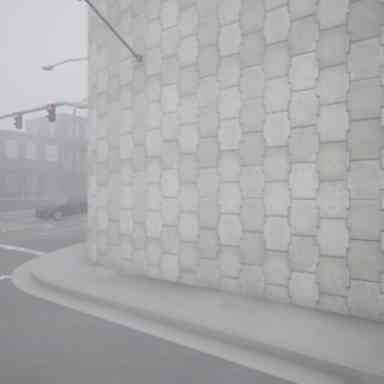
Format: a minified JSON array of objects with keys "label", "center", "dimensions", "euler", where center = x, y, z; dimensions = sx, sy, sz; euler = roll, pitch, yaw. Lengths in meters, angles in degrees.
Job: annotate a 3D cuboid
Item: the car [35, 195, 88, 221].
[{"label":"car","center":[-8.857,1.043,24.217],"dimensions":[1.882,1.535,5.008],"euler":[0,5,35]}]
